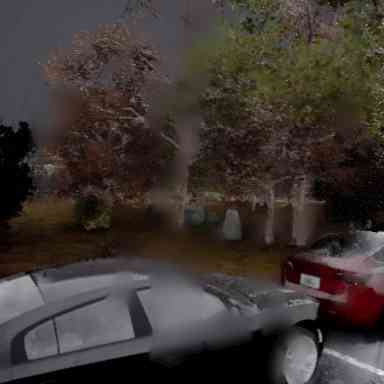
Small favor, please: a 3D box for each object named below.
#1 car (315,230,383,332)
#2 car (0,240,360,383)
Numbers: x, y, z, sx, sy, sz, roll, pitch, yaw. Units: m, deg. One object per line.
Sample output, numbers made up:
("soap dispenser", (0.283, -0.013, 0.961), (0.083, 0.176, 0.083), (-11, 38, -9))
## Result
("car", (3.932, 1.527, 6.857), (4.792, 1.488, 2.163), (0, 0, -33))
("car", (-0.629, 1.484, 3.598), (5.008, 1.535, 2.097), (0, 1, -33))
